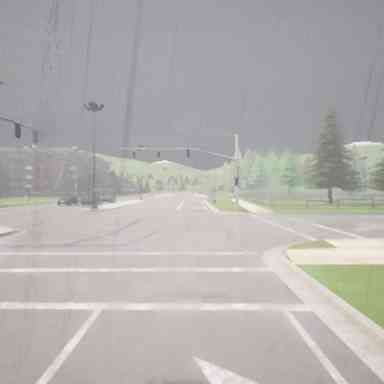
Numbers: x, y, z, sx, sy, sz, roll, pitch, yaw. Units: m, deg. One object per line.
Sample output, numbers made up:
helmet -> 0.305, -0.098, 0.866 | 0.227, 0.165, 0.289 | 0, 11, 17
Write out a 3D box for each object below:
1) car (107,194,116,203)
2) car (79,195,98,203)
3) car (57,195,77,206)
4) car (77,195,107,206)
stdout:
car -> -15.007, 1.207, 60.303 | 1.837, 1.490, 4.892 | 0, 0, 0
car -> -18.507, 1.270, 59.589 | 1.994, 1.385, 4.181 | 0, 0, 0
car -> -18.508, 1.245, 49.836 | 2.128, 1.511, 4.902 | 0, 0, 0
car -> -15.005, 1.299, 50.222 | 2.033, 1.411, 5.357 | 0, 0, 0
